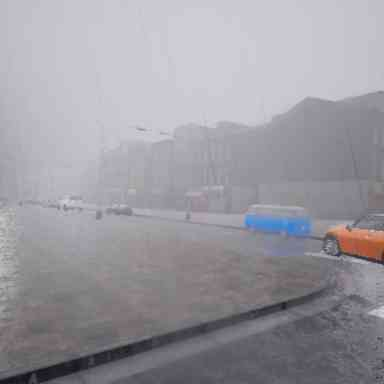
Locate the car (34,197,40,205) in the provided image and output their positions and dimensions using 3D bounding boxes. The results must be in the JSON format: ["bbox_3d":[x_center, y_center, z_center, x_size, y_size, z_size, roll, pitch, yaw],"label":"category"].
[{"bbox_3d":[-30.223,1.984,67.967,1.752,1.417,4.829,3,-2,-35],"label":"car"}]

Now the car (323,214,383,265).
[{"bbox_3d":[6.378,1.503,11.045,2.097,1.767,4.553,1,-1,-10],"label":"car"}]

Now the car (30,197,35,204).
[{"bbox_3d":[-33.295,2.065,72.283,1.802,1.307,4.206,3,-2,-35],"label":"car"}]

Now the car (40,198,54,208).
[{"bbox_3d":[-21.444,1.853,51.066,1.895,1.301,4.718,4,-2,-35],"label":"car"}]

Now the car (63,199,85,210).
[{"bbox_3d":[-18.595,1.880,52.266,1.882,1.535,5.008,4,-2,-35],"label":"car"}]

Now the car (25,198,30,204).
[{"bbox_3d":[-36.457,1.951,76.742,1.967,1.590,4.097,3,-2,-35],"label":"car"}]

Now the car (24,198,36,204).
[{"bbox_3d":[-39.629,2.123,81.194,1.802,1.307,4.206,3,-2,-35],"label":"car"}]

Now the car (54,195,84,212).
[{"bbox_3d":[-15.735,1.451,43.150,2.150,2.045,5.566,4,-2,-35],"label":"car"}]

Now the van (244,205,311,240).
[{"bbox_3d":[4.719,1.671,18.815,1.690,1.788,3.998,4,-2,-35],"label":"van"}]

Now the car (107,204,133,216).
[{"bbox_3d":[-7.958,1.923,36.634,1.802,1.307,4.206,3,-2,-35],"label":"car"}]

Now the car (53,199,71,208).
[{"bbox_3d":[-22.645,1.952,57.976,1.812,1.442,4.674,4,-2,-35],"label":"car"}]
